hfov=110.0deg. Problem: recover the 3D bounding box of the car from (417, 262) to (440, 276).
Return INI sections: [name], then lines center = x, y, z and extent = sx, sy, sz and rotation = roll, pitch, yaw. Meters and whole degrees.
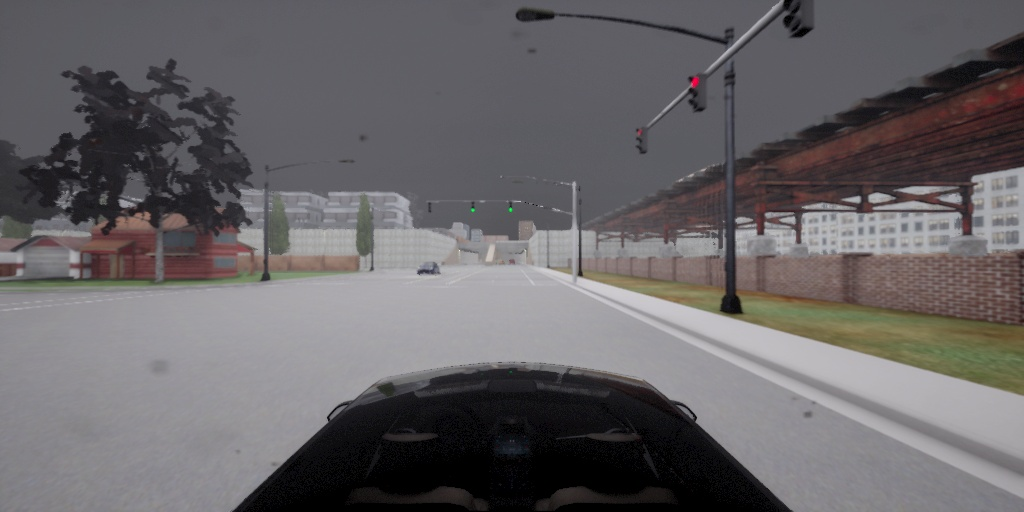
[car]
center = -10.489, 1.527, 45.146
extent = 2.097, 1.767, 4.553
rotation = 0, 0, 0
